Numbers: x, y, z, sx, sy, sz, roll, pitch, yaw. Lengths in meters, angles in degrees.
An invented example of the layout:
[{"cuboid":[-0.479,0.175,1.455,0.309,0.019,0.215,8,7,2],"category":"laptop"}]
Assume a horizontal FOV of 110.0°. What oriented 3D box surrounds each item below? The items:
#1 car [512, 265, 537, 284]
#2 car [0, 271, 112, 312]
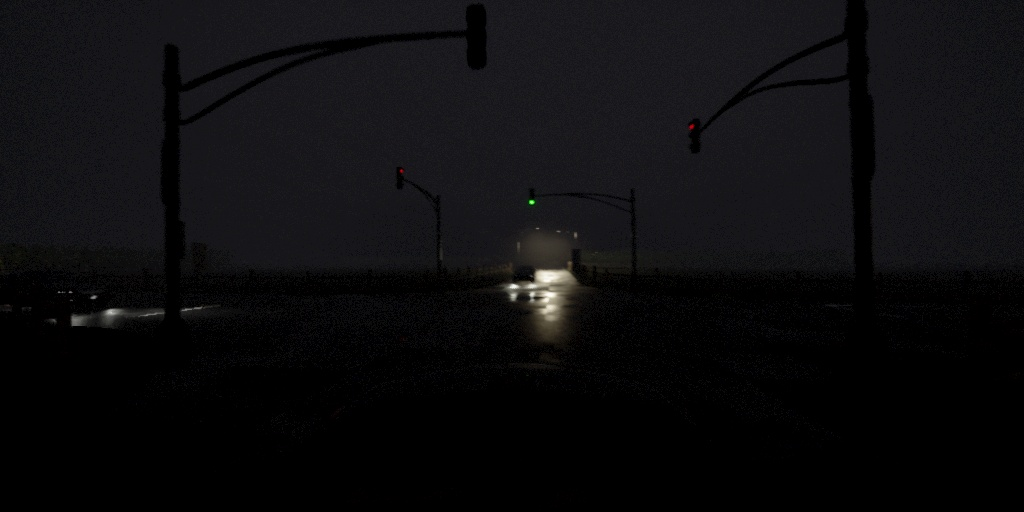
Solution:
[{"cuboid":[1.155,1.573,31.731,1.882,1.535,5.008,-1,0,7],"category":"car"},{"cuboid":[-18.988,1.373,14.485,4.902,1.511,2.128,0,-1,7],"category":"car"}]
